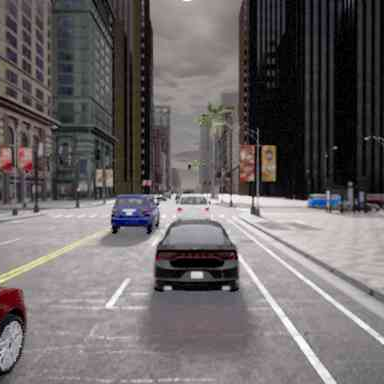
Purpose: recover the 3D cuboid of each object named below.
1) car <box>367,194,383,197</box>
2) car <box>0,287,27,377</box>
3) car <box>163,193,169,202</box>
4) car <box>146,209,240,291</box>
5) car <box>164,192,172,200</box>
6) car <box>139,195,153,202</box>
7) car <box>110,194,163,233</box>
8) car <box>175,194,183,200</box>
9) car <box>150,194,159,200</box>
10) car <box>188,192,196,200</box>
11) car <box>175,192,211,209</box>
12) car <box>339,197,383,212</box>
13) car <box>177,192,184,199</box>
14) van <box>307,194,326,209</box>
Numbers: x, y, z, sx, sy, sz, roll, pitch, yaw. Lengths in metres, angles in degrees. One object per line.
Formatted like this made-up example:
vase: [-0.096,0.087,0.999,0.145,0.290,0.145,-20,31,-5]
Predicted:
car: [22.739,1.177,43.001,5.009,1.841,2.192,0,0,0]
car: [-3.152,1.470,2.492,1.882,1.535,5.008,0,0,0]
car: [-6.507,1.419,70.955,1.895,1.301,4.718,0,0,0]
car: [0.099,1.454,8.954,1.882,1.535,5.008,0,0,0]
car: [-6.507,1.004,86.545,2.150,2.045,5.566,0,0,0]
car: [-9.757,1.349,70.985,2.128,1.511,4.902,0,0,0]
car: [-3.153,1.171,19.336,2.150,2.045,5.566,0,0,0]
car: [-3.257,1.282,84.852,1.837,1.490,4.892,0,0,0]
car: [-9.757,1.302,86.575,1.812,1.442,4.674,0,0,0]
car: [-0.007,1.007,85.298,2.150,2.045,5.566,0,0,0]
car: [0.099,1.166,21.779,2.150,2.045,5.566,0,0,0]
car: [17.067,1.462,34.476,4.403,1.369,2.008,0,0,0]
car: [-3.257,0.953,95.241,2.097,1.767,4.553,0,0,0]
van: [17.062,1.207,42.999,3.998,1.788,1.690,0,0,0]
